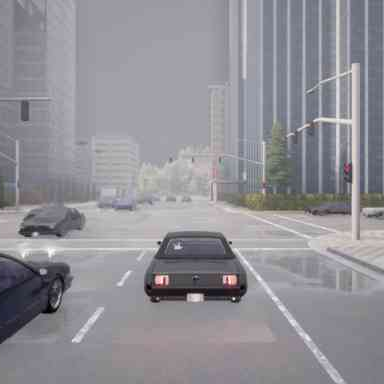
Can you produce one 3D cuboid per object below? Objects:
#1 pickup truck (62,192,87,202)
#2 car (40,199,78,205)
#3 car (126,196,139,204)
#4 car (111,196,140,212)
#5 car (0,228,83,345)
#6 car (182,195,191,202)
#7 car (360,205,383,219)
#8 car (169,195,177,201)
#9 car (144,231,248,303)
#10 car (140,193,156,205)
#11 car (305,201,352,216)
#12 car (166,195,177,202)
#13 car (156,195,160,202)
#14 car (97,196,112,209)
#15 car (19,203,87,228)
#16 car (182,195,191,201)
[{"bbox_3d":[-24.771,1.058,69.220,2.390,2.098,6.274,0,0,30],"label":"pickup truck"},{"bbox_3d":[-10.941,1.547,25.757,2.033,1.411,5.357,0,0,-1],"label":"car"},{"bbox_3d":[-11.624,1.564,65.190,1.994,1.385,4.181,0,0,0],"label":"car"},{"bbox_3d":[-7.757,1.477,39.313,1.882,1.535,5.008,0,0,-1],"label":"car"},{"bbox_3d":[-3.436,1.547,4.568,2.033,1.411,5.357,0,0,0],"label":"car"},{"bbox_3d":[-1.231,1.553,75.009,1.994,1.385,4.181,0,0,-1],"label":"car"},{"bbox_3d":[16.937,1.601,28.066,4.718,1.301,1.895,0,0,0],"label":"car"},{"bbox_3d":[-4.888,1.524,84.716,1.812,1.442,4.674,0,0,-1],"label":"car"},{"bbox_3d":[0.066,1.601,8.164,1.895,1.301,4.718,0,0,0],"label":"car"},{"bbox_3d":[-8.058,1.222,58.032,2.150,2.045,5.566,0,0,-1],"label":"car"},{"bbox_3d":[13.582,1.547,31.573,5.357,1.411,2.033,0,0,-3],"label":"car"},{"bbox_3d":[-4.721,1.500,74.548,1.837,1.490,4.892,0,0,-1],"label":"car"},{"bbox_3d":[-8.227,1.349,74.284,2.097,1.767,4.553,0,0,-1],"label":"car"},{"bbox_3d":[-11.369,1.351,45.208,2.097,1.767,4.553,0,0,-1],"label":"car"},{"bbox_3d":[-7.255,1.547,17.979,2.033,1.411,5.357,0,0,-1],"label":"car"},{"bbox_3d":[-1.389,1.539,84.784,2.033,1.411,5.357,0,0,-1],"label":"car"}]
